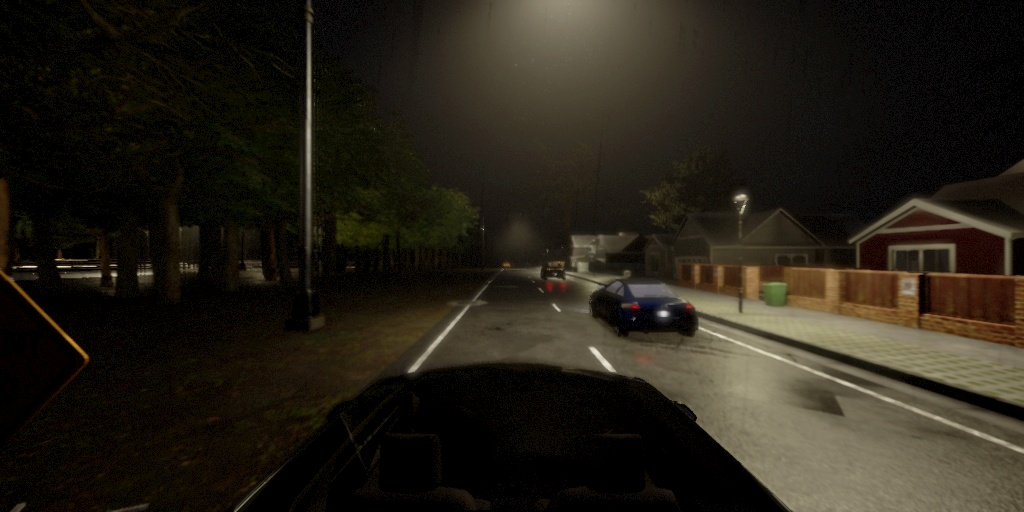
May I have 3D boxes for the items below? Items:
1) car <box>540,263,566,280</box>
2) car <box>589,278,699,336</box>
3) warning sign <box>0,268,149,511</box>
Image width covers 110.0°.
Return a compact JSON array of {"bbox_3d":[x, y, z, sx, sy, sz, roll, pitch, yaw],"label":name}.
[{"bbox_3d":[3.590,1.333,32.001,2.128,1.511,4.902,0,0,0],"label":"car"},{"bbox_3d":[3.586,1.337,10.466,1.994,1.385,4.181,0,0,0],"label":"car"},{"bbox_3d":[-3.050,0.866,2.059,1.300,1.860,1.060,0,0,0],"label":"warning sign"}]
